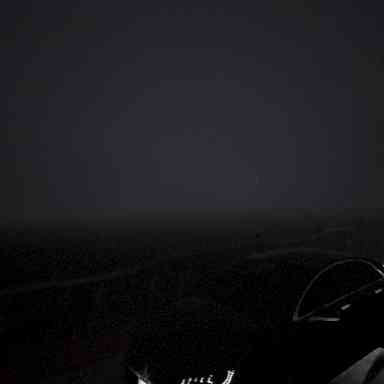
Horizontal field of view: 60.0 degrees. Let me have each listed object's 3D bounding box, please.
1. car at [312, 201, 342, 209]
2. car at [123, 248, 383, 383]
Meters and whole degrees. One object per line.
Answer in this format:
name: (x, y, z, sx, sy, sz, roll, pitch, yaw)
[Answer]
car: (30.286, 3.028, 74.714, 2.242, 1.667, 4.611, 0, -3, -42)
car: (1.396, 1.668, 4.800, 4.892, 1.490, 1.837, 1, -3, -39)
